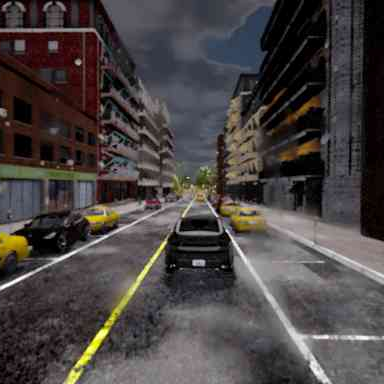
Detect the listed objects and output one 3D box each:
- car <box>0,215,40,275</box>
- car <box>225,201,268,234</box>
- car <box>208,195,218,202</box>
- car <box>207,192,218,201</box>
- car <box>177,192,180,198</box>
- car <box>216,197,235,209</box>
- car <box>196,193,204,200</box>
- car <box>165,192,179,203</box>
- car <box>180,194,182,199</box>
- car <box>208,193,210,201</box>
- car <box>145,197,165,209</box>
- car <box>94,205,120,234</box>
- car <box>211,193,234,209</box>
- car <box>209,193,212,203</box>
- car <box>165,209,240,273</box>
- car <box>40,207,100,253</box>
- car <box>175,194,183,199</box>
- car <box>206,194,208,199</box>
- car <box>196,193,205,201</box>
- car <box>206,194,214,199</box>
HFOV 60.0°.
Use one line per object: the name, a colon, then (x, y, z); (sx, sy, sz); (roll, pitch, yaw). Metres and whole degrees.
car: (-5.544, 1.461, 7.526); (1.752, 1.417, 4.829); (-1, 0, 1)
car: (3.080, 1.465, 18.753); (1.752, 1.417, 4.829); (-1, 0, 1)
car: (4.328, 1.308, 68.285); (1.947, 1.339, 4.313); (-1, 0, 1)
car: (4.460, 1.035, 73.807); (2.192, 1.841, 5.009); (-1, 0, 1)
car: (-4.050, 1.243, 68.442); (2.008, 1.369, 4.403); (-1, 0, 1)
car: (3.394, 1.421, 29.797); (1.752, 1.417, 4.829); (-1, 0, 1)
car: (1.971, 1.072, 81.280); (1.812, 1.442, 4.674); (0, 0, 1)
car: (-4.185, 1.265, 62.921); (2.008, 1.369, 4.403); (-1, 0, 1)
car: (-3.918, 0.985, 73.963); (2.192, 1.841, 5.009); (-1, 0, 1)
car: (3.920, 1.248, 51.718); (1.967, 1.590, 4.097); (-1, 0, 1)
car: (-4.727, 1.384, 40.831); (1.802, 1.307, 4.206); (-1, 0, 1)
car: (-5.273, 1.416, 18.571); (1.752, 1.417, 4.829); (-1, 0, 1)
car: (3.518, 1.189, 35.149); (2.192, 1.841, 5.009); (-1, 0, 1)
car: (3.785, 1.270, 46.194); (1.967, 1.590, 4.097); (-1, 0, 1)
car: (0.234, 1.488, 10.508); (1.837, 1.490, 4.892); (0, 0, 1)
car: (-5.404, 1.478, 13.219); (1.947, 1.339, 4.313); (-1, 0, 1)
car: (-3.509, 1.154, 90.532); (2.008, 1.369, 4.403); (-1, 0, 1)
car: (4.192, 1.315, 62.762); (2.008, 1.369, 4.403); (-1, 0, 1)
car: (1.715, 1.187, 70.865); (1.882, 1.535, 5.008); (0, 0, 1)
car: (4.874, 1.178, 90.545); (1.752, 1.417, 4.829); (-1, 0, 1)
